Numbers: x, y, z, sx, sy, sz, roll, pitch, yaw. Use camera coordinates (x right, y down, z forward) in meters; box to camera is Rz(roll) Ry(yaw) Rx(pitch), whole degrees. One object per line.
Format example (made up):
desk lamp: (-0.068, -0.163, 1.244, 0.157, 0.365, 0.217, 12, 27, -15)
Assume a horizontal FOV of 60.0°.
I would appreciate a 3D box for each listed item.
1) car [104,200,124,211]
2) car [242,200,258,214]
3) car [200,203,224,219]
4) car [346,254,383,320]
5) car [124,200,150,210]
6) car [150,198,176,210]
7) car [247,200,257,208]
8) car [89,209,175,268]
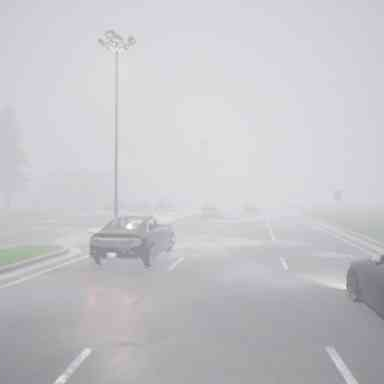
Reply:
car: (-10.619, 1.932, 46.828, 1.837, 1.490, 4.892, 0, -1, 11)
car: (7.344, 1.971, 41.774, 1.812, 1.442, 4.674, 0, 0, 11)
car: (2.074, 1.811, 33.046, 1.882, 1.535, 5.008, 0, -1, 11)
car: (4.230, 1.642, 5.708, 1.994, 1.385, 4.181, 0, -1, 7)
car: (-7.171, 1.924, 46.224, 2.128, 1.511, 4.902, 0, -1, 11)
car: (-3.728, 1.587, 45.585, 2.097, 1.767, 4.553, 0, -1, 11)
car: (10.990, 2.176, 60.929, 1.812, 1.442, 4.674, 0, -1, 11)
car: (-1.896, 1.599, 11.851, 2.128, 1.511, 4.902, 0, -1, 9)
